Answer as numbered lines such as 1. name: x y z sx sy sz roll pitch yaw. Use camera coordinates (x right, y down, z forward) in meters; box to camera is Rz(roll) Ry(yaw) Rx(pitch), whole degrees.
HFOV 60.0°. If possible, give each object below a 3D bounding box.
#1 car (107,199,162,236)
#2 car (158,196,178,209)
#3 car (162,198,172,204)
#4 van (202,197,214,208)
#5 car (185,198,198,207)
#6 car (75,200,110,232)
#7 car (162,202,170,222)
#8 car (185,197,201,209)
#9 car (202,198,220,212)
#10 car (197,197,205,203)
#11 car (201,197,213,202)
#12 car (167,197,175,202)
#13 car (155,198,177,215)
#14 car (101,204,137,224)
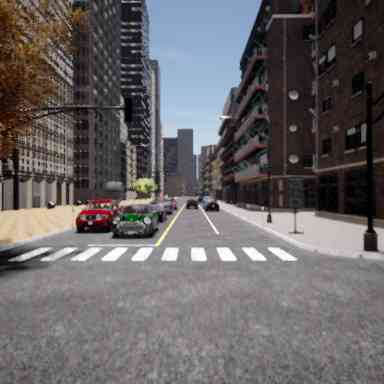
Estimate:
1. car: -3.099 1.460 18.899 2.097 1.767 4.553 0 0 -1
2. car: -3.111 1.629 47.000 2.097 1.767 4.553 0 0 0
3. car: -5.802 2.027 76.434 2.008 1.369 4.403 0 0 0
4. van: 2.610 1.666 54.356 1.690 1.788 3.998 0 0 0
5. car: -0.088 1.859 60.789 2.128 1.511 4.902 0 0 0
6. car: -5.723 1.437 21.207 2.192 1.841 5.009 0 0 0
7. car: -3.139 1.762 27.881 1.895 1.301 4.718 0 0 0
8. car: 0.028 1.804 50.483 1.837 1.490 4.892 0 0 0
9. car: 2.626 1.820 43.309 1.947 1.339 4.313 0 0 0
10. car: 2.235 2.028 83.344 1.837 1.490 4.892 0 0 0
11. car: 2.618 1.815 49.002 1.752 1.417 4.829 0 0 0
12. car: -5.826 2.160 93.001 1.947 1.339 4.313 0 0 0
13. car: -3.144 1.708 37.194 2.128 1.511 4.902 0 0 0
14. car: -5.731 1.720 26.729 1.947 1.339 4.313 0 0 0
